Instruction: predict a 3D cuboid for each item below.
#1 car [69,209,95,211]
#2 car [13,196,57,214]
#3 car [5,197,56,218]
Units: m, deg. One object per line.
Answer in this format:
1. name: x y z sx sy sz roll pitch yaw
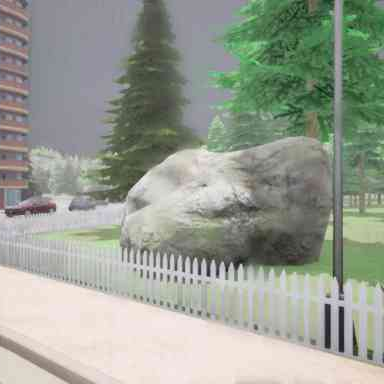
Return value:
1. car: -12.873 1.508 39.077 1.994 1.385 4.181 0 0 4
2. car: -16.783 1.296 35.880 2.097 1.767 4.553 0 0 8
3. car: -14.519 1.422 30.237 1.882 1.535 5.008 0 0 15
